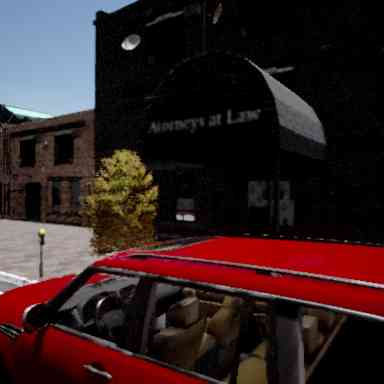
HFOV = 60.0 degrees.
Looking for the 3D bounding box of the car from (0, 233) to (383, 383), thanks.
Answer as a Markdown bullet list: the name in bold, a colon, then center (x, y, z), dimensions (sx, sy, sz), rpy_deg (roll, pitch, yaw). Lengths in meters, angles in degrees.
- **car**: center (0.037, 1.320, 2.828), dimensions (5.009, 1.841, 2.192), rpy_deg (0, 1, 36)
